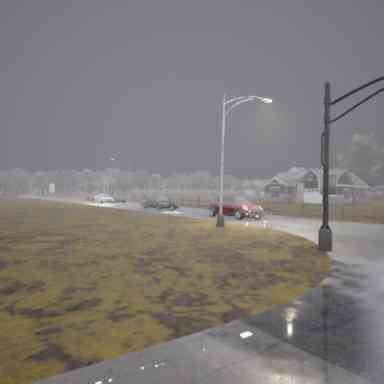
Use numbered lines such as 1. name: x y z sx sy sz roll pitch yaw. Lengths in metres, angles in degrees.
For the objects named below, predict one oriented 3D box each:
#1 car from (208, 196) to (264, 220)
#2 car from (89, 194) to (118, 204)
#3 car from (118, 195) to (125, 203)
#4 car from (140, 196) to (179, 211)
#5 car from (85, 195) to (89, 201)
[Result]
1. car: 3.271 1.098 25.103 2.097 1.767 4.553 2 0 -35
2. car: -12.658 0.987 47.539 1.812 1.442 4.674 2 -1 -35
3. car: -12.239 1.089 53.103 1.994 1.385 4.181 2 -1 -35
4. car: -3.478 1.157 34.579 2.033 1.411 5.357 2 0 -36
5. car: -18.038 1.009 61.254 2.033 1.411 5.357 2 -1 -35
